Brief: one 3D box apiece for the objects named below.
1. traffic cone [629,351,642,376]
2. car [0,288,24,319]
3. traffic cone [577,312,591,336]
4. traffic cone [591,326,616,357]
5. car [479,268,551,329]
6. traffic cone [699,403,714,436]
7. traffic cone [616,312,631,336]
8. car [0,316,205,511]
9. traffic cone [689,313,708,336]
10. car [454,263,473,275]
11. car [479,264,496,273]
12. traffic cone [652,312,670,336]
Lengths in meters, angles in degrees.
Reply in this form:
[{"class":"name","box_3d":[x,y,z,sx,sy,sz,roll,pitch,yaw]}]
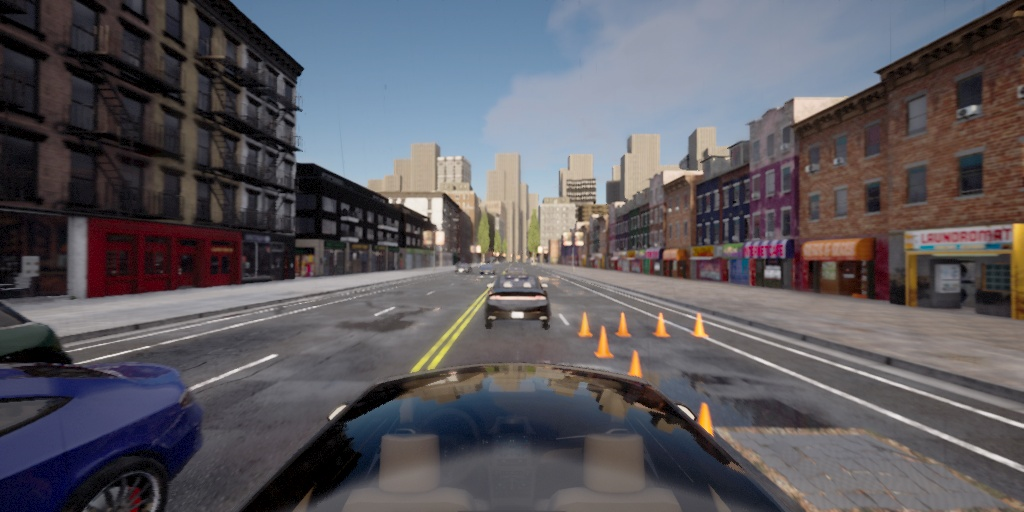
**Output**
[{"class":"traffic cone","box_3d":[1.886,1.745,5.475,0.340,0.580,0.340,0,0,1]},{"class":"car","box_3d":[-6.605,1.084,2.525,2.097,1.767,4.553,0,0,1]},{"class":"traffic cone","box_3d":[1.923,1.779,9.474,0.340,0.580,0.340,0,0,1]},{"class":"traffic cone","box_3d":[1.904,1.762,7.475,0.340,0.580,0.340,0,0,1]},{"class":"car","box_3d":[0.174,1.327,11.643,2.128,1.511,4.902,0,0,1]},{"class":"traffic cone","box_3d":[1.867,1.727,3.475,0.340,0.580,0.340,0,0,1]},{"class":"traffic cone","box_3d":[2.923,1.783,9.465,0.340,0.580,0.340,0,0,1]},{"class":"car","box_3d":[-3.371,1.257,0.969,1.812,1.442,4.674,0,0,1]},{"class":"traffic cone","box_3d":[4.922,1.790,9.447,0.340,0.580,0.340,0,0,1]},{"class":"car","box_3d":[-6.189,1.615,46.266,2.128,1.511,4.902,0,-1,1]},{"class":"car","box_3d":[-2.960,1.665,44.473,2.033,1.411,5.357,0,-1,1]},{"class":"traffic cone","box_3d":[3.922,1.786,9.456,0.340,0.580,0.340,0,0,1]}]
